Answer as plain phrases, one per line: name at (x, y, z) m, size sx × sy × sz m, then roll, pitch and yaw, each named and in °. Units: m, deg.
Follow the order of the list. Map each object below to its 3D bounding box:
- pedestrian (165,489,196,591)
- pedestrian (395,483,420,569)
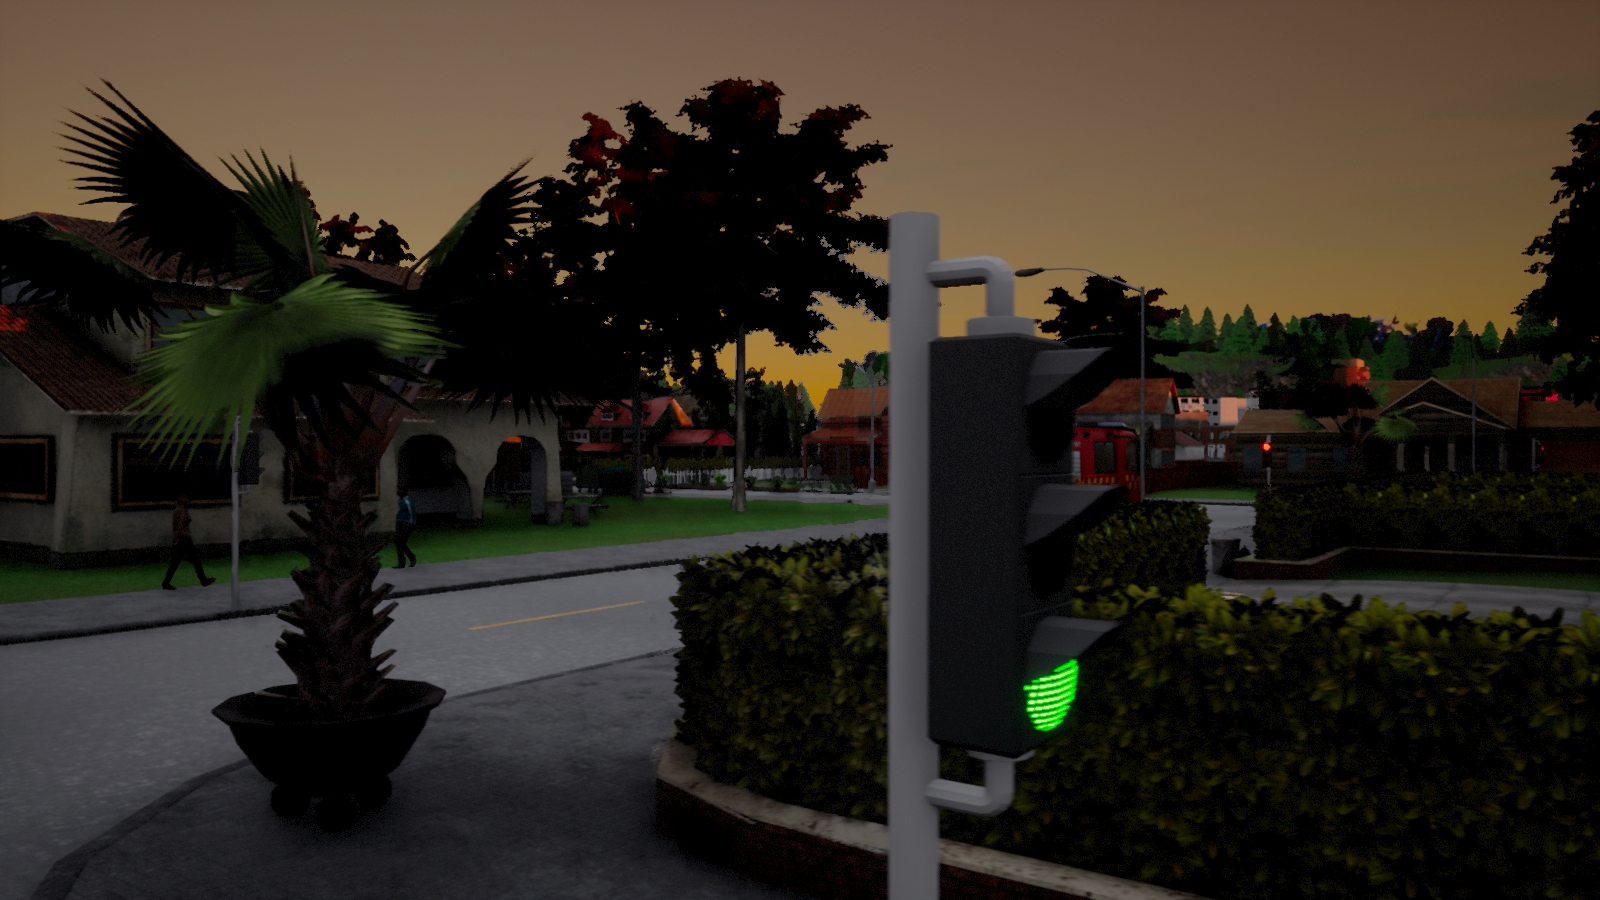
pedestrian at (-11.542, 1.673, 21.291) m, size 0.375 × 1.860 × 0.375 m, roll 0°, pitch 0°, yaw 36°
pedestrian at (-8.675, 1.675, 25.277) m, size 0.375 × 1.860 × 0.375 m, roll 0°, pitch 0°, yaw 35°
